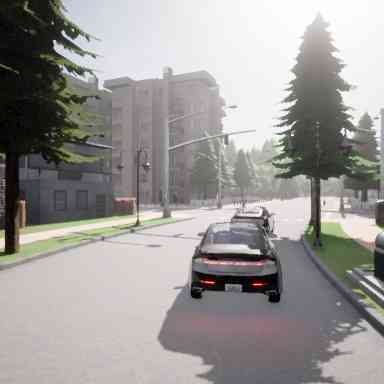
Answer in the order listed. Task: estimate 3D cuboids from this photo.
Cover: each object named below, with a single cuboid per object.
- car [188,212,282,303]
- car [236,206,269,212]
[{"bbox_3d":[1.103,1.492,8.314,2.128,1.511,4.902,0,0,9],"label":"car"},{"bbox_3d":[3.227,1.491,17.422,2.128,1.511,4.902,0,0,18],"label":"car"}]
